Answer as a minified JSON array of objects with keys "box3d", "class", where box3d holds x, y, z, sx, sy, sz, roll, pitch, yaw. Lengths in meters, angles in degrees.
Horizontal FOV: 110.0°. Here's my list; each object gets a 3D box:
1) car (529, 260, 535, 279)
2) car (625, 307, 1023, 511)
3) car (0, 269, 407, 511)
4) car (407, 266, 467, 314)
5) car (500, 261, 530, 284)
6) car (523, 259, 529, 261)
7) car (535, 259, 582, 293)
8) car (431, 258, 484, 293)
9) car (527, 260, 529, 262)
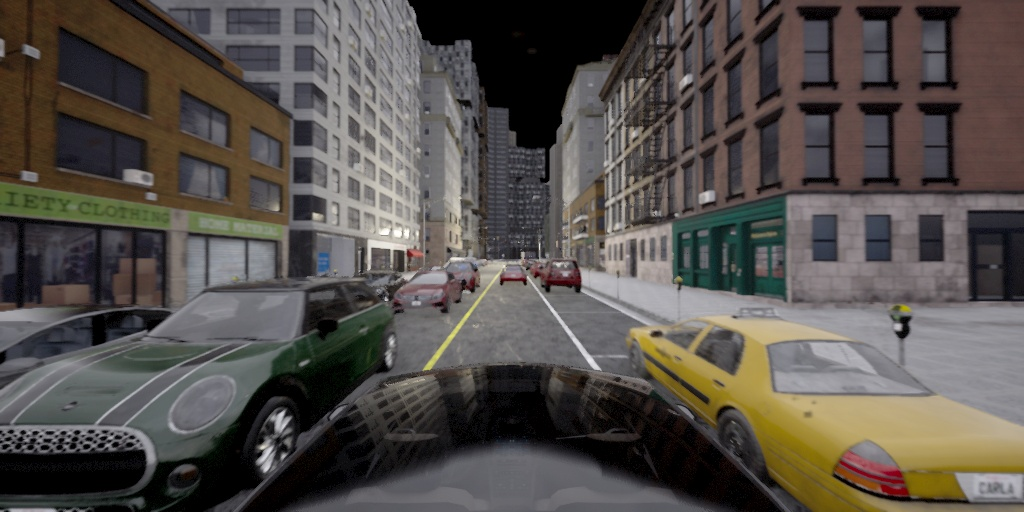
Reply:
[{"box3d":[2.759,1.301,32.229,1.888,1.381,4.507,0,0,0],"class":"car"},{"box3d":[2.763,1.277,4.352,1.751,1.417,4.829,0,0,0],"class":"car"},{"box3d":[-3.095,1.103,4.556,2.097,1.767,4.553,0,0,0],"class":"car"},{"box3d":[-3.067,1.278,13.923,1.812,1.442,4.674,0,0,1],"class":"car"},{"box3d":[0.098,1.319,26.807,1.994,1.385,4.181,0,0,0],"class":"car"},{"box3d":[2.756,1.319,49.057,1.948,1.339,4.313,0,0,0],"class":"car"},{"box3d":[2.760,1.070,21.010,2.192,1.841,5.009,0,0,0],"class":"car"},{"box3d":[-3.003,1.105,20.810,2.097,1.767,4.553,0,0,0],"class":"car"},{"box3d":[2.758,1.338,37.838,1.802,1.307,4.207,0,0,0],"class":"car"}]
